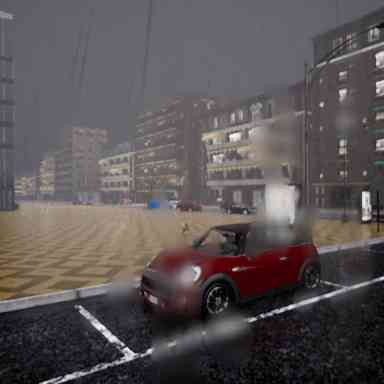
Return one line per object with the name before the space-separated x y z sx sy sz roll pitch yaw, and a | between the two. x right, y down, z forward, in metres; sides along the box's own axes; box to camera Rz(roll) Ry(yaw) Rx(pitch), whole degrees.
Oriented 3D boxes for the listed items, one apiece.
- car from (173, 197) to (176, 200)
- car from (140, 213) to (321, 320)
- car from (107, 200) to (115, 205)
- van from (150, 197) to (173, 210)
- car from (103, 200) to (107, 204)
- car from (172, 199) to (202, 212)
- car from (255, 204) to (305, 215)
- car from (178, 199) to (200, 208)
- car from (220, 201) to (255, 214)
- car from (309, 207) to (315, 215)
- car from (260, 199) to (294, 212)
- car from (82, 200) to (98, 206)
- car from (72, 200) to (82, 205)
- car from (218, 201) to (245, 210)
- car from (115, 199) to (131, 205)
car | -3.632 1.890 55.593 2.150 2.045 5.566 -1 -1 -35
car | 0.918 1.436 7.228 4.097 1.590 1.967 0 0 -36
car | -20.126 2.715 88.085 1.947 1.339 4.313 -2 0 -36
van | -5.330 2.018 53.357 1.690 1.788 3.998 -2 0 -36
car | -23.396 2.776 92.594 1.887 1.381 4.507 -2 0 -36
car | -0.403 2.098 46.476 1.887 1.381 4.507 -2 0 -36
car | 8.954 1.871 33.499 2.008 1.369 4.403 -2 0 -36
car | -0.507 2.097 61.039 1.967 1.590 4.097 -2 0 -36
car | 5.684 1.952 38.007 2.008 1.369 4.403 -2 0 -36
car | 10.895 1.868 35.473 1.994 1.385 4.181 -1 0 -36
car | 11.361 1.803 44.889 1.967 1.590 4.097 -2 0 -36
car | -23.640 2.687 78.658 2.008 1.369 4.403 -2 0 -36
car | -30.180 2.845 87.674 1.887 1.381 4.507 -2 0 -36
car | 6.096 2.075 52.067 1.802 1.307 4.206 -2 0 -36
car | -16.860 2.507 83.577 1.967 1.590 4.097 -2 0 -36
